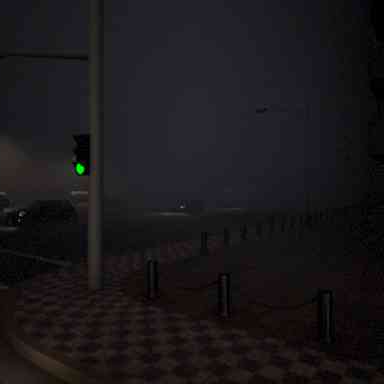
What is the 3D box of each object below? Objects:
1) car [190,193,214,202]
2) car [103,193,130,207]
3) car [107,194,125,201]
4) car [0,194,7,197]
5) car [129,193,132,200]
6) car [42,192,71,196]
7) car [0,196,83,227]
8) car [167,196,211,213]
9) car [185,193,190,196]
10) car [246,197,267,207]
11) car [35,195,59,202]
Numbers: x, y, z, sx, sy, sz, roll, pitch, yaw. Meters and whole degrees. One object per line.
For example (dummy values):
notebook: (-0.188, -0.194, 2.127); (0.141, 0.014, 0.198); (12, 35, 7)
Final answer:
car: (2.305, 1.125, 64.388); (1.932, 1.855, 4.605); (0, 0, 36)
car: (-12.504, 1.353, 53.652); (1.970, 1.475, 3.806); (0, 0, 36)
car: (-18.178, 1.307, 79.431); (1.970, 1.475, 3.806); (0, 0, 36)
car: (-26.083, 1.339, 44.879); (1.970, 1.475, 3.806); (0, 0, 36)
car: (-15.848, 1.074, 77.711); (1.905, 1.878, 3.866); (0, 0, 36)
car: (-26.187, 1.071, 63.566); (1.932, 1.855, 4.605); (0, 0, 36)
car: (-10.380, 1.357, 23.230); (2.097, 1.767, 4.553); (0, 0, 36)
car: (-0.235, 1.509, 37.174); (1.837, 1.490, 4.892); (0, 0, 36)
car: (0.003, 1.121, 66.142); (1.905, 1.878, 3.866); (0, 0, 36)
car: (9.913, 1.445, 50.965); (2.128, 1.511, 4.902); (0, 0, 36)
car: (-28.486, 1.275, 65.330); (1.784, 1.438, 3.905); (0, 0, 36)
